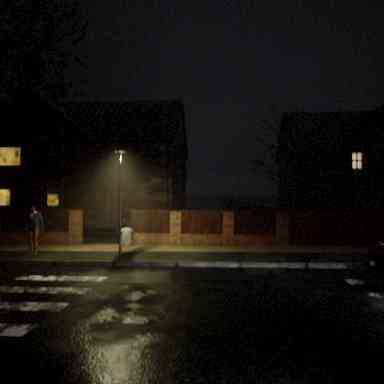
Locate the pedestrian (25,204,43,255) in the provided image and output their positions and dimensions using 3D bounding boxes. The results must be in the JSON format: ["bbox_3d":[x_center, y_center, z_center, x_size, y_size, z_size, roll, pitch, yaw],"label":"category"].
[{"bbox_3d":[-5.791,1.339,12.110,0.375,1.860,0.375,0,-1,5],"label":"pedestrian"}]

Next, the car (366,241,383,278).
[{"bbox_3d":[6.988,1.487,8.095,5.008,1.535,1.882,0,-1,5],"label":"car"}]
